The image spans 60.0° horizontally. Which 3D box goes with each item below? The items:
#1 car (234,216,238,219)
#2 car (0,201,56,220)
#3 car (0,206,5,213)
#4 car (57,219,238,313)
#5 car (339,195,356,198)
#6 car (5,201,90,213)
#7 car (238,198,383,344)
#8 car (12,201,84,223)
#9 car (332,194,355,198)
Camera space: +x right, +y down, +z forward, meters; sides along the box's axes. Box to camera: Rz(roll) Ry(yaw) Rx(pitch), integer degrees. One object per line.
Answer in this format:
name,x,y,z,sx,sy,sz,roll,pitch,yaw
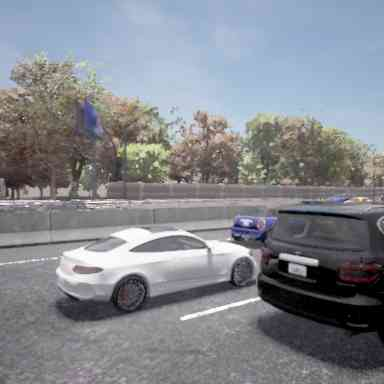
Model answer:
car,4.000,1.357,15.197,4.553,1.767,2.097,0,0,-36
car,-14.546,1.549,28.012,5.357,1.411,2.033,0,0,-35
car,-12.586,1.602,20.809,4.718,1.301,1.895,0,0,-35
car,-0.587,1.527,7.628,4.674,1.442,1.812,0,0,-35
car,23.040,1.541,46.177,5.008,1.535,1.882,0,0,-35
car,-8.166,1.354,19.663,4.553,1.767,2.097,0,0,-35
car,3.715,1.223,6.397,5.566,2.045,2.150,0,0,-35
car,-11.208,1.507,26.090,4.892,1.490,1.837,0,0,-35
car,22.712,1.289,50.226,5.566,2.045,2.150,0,0,-35
